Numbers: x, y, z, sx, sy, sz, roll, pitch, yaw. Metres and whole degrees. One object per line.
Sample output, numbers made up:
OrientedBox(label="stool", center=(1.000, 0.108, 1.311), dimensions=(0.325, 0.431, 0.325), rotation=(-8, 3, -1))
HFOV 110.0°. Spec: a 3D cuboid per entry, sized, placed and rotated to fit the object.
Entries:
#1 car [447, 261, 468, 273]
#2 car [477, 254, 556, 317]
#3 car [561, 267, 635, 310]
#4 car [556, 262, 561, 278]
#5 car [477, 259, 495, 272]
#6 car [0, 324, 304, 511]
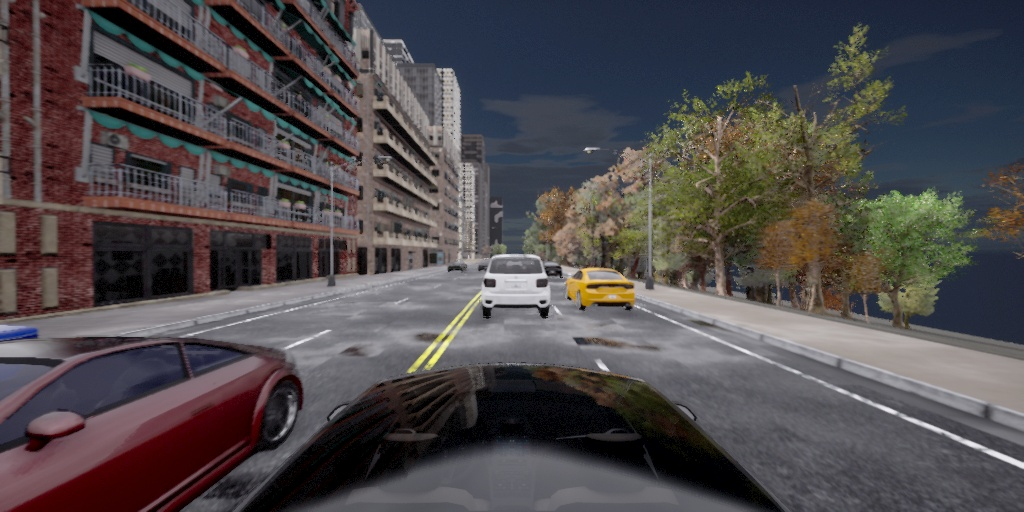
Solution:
OrientedBox(label="car", center=(-6.490, 1.289, 42.808), dimensions=(1.895, 1.301, 4.718), rotation=(0, 0, 0))
OrientedBox(label="car", center=(0.124, 0.955, 13.170), dimensions=(2.150, 2.045, 5.566), rotation=(0, 0, 0))
OrientedBox(label="car", center=(3.377, 1.212, 14.511), dimensions=(1.882, 1.535, 5.008), rotation=(0, 0, 0))
OrientedBox(label="car", center=(3.425, 1.187, 32.866), dimensions=(1.882, 1.535, 5.008), rotation=(0, 0, 0))
OrientedBox(label="car", center=(-3.230, 1.194, 44.998), dimensions=(1.837, 1.490, 4.892), rotation=(0, 0, 0))
OrientedBox(label="car", center=(-3.355, 1.310, 2.363), dimensions=(1.994, 1.385, 4.181), rotation=(0, 0, 0))
